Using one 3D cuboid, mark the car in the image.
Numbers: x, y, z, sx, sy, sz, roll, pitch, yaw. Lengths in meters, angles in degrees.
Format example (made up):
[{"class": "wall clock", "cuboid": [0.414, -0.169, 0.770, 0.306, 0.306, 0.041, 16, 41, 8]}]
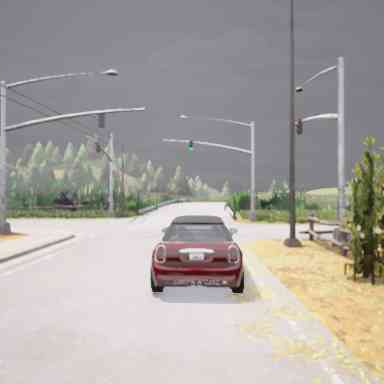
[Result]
[{"class": "car", "cuboid": [0.197, 1.416, 9.192, 2.097, 1.767, 4.553, 0, 0, 3]}]
